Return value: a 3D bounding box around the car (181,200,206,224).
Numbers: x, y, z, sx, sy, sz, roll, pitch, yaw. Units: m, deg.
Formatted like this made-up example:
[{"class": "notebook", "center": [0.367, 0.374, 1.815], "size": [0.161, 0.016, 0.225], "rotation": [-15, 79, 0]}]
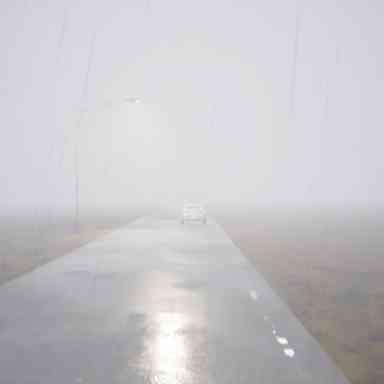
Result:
[{"class": "car", "center": [0.103, 1.618, 25.904], "size": [1.812, 1.442, 4.674], "rotation": [0, 0, 0]}]
